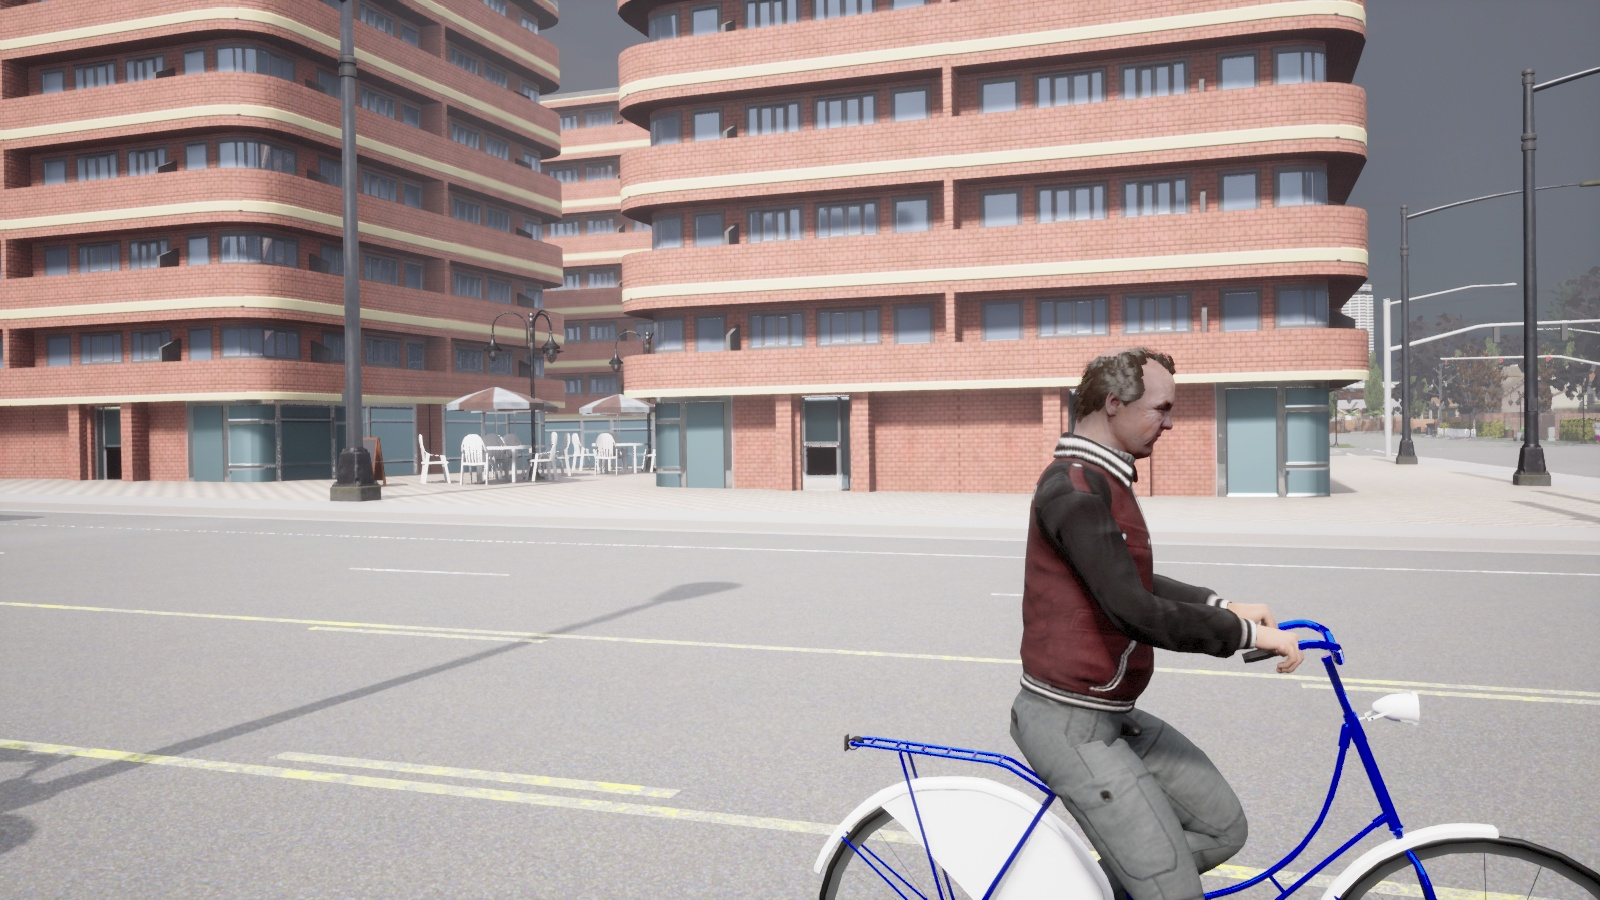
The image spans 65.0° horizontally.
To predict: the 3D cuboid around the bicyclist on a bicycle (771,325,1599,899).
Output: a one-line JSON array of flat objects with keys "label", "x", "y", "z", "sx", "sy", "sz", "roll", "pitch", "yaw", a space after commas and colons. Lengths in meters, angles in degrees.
[{"label": "bicyclist on a bicycle", "x": 0.914, "y": 0.654, "z": 2.814, "sx": 1.843, "sy": 1.776, "sz": 0.659, "roll": 0, "pitch": 1, "yaw": 18}]
